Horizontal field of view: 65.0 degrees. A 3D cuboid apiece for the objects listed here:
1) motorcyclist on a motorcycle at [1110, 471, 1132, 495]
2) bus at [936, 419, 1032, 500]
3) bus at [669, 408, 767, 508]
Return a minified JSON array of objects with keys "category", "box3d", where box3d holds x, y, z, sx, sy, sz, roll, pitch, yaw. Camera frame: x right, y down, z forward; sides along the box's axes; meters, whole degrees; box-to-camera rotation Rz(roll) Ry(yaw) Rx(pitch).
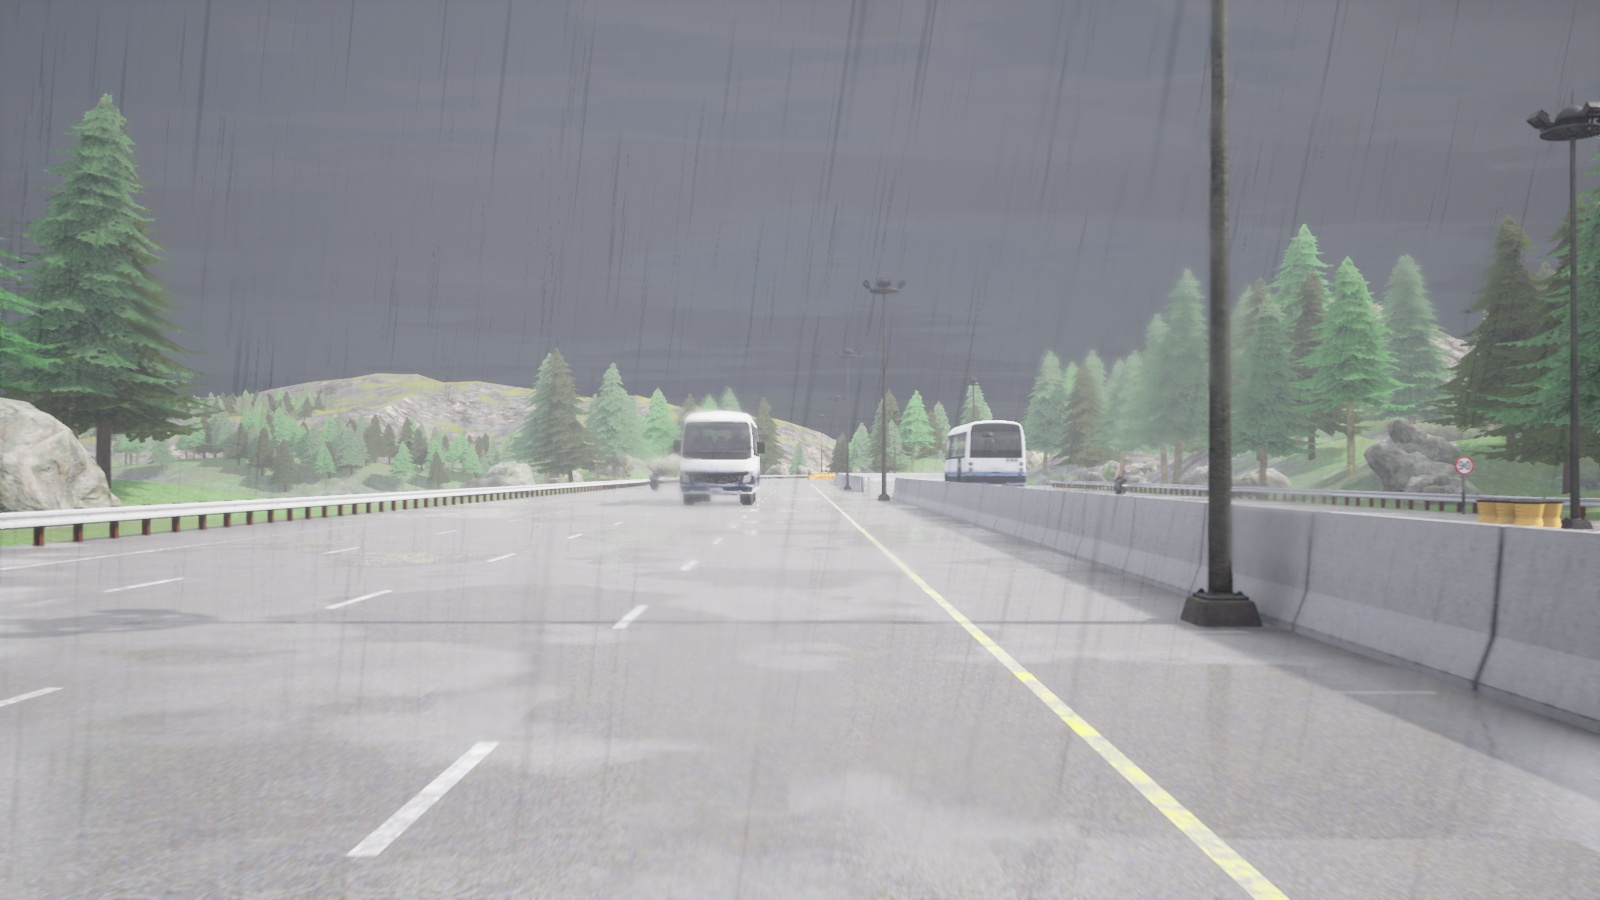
[{"category":"motorcyclist on a motorcycle","box3d":[20.810,2.131,81.493,0.866,1.530,2.191,0,-1,0]},{"category":"bus","box3d":[10.326,0.598,71.764,3.944,4.253,10.273,0,-1,0]},{"category":"bus","box3d":[-3.644,0.438,58.850,3.944,4.253,10.273,0,-1,0]}]
